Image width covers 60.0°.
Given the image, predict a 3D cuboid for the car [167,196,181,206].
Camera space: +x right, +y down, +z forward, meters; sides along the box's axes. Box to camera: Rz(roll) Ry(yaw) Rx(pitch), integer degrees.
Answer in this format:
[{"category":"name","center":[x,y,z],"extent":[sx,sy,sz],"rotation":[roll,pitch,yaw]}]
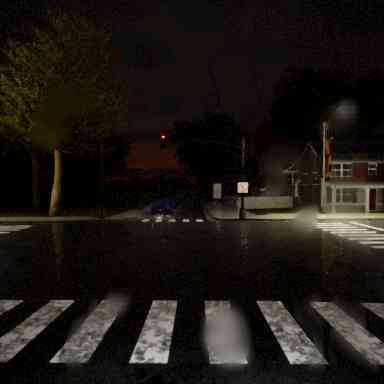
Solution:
[{"category":"car","center":[-2.865,1.486,54.726],"extent":[2.033,1.411,5.357],"rotation":[0,0,0]}]

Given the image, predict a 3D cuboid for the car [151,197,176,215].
[{"category":"car","center":[-2.958,1.449,33.795],"extent":[1.882,1.535,5.008],"rotation":[0,0,0]}]

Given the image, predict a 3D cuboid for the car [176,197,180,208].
[{"category":"car","center":[-2.914,1.462,44.098],"extent":[1.837,1.490,4.892],"rotation":[0,0,0]}]
